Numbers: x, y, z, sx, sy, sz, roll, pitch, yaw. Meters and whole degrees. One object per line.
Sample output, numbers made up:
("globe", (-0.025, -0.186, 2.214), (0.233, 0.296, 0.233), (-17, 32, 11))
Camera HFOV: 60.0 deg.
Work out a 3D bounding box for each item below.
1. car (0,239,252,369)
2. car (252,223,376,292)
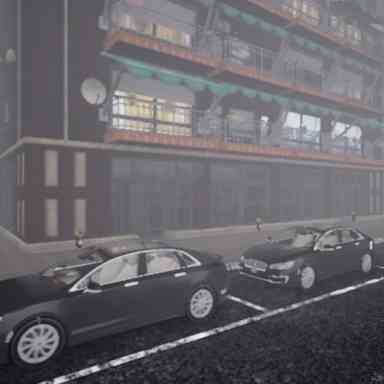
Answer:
("car", (-1.315, 1.549, 5.621), (4.403, 1.369, 2.008), (0, 0, -35))
("car", (3.194, 1.543, 8.837), (4.403, 1.369, 2.008), (0, 0, -35))
